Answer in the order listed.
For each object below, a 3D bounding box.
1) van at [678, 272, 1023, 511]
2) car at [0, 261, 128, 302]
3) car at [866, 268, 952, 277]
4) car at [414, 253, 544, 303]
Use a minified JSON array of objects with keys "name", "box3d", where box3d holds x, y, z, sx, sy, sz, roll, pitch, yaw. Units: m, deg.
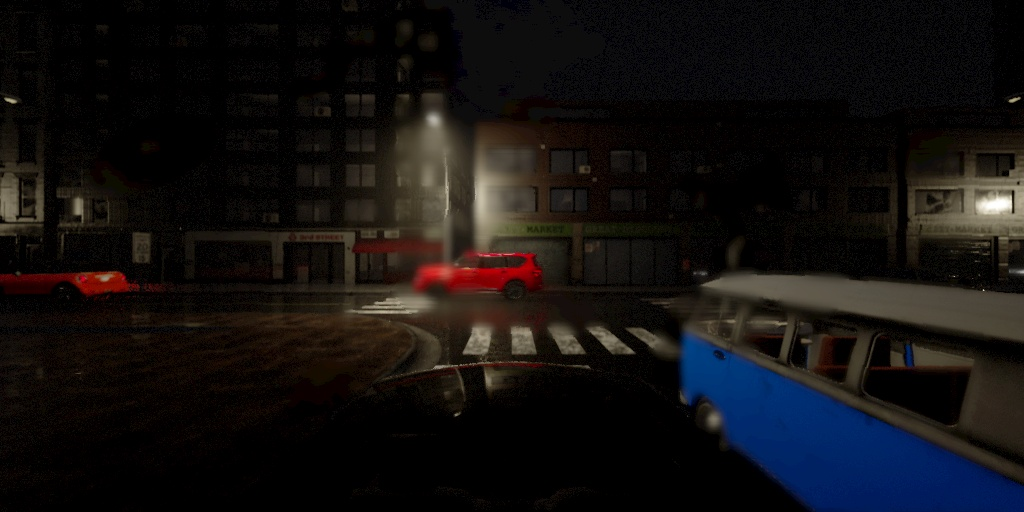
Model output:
[{"name":"van","box3d":[2.638,1.088,2.338,1.690,1.789,3.998,0,0,0]},{"name":"car","box3d":[-20.033,1.025,15.807,4.553,1.767,2.097,0,0,0]},{"name":"car","box3d":[16.813,1.220,15.716,5.357,1.411,2.033,0,0,0]},{"name":"car","box3d":[-1.368,0.902,15.756,5.566,2.045,2.150,0,0,0]}]
